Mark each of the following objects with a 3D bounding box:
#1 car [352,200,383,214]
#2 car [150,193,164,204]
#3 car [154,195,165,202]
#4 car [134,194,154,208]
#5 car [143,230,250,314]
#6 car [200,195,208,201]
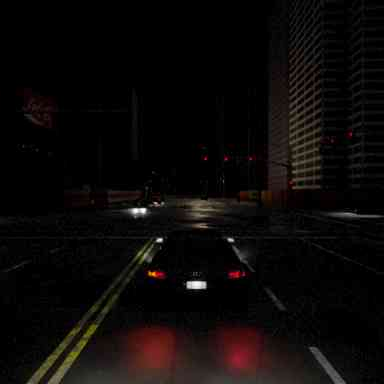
[{"bbox_3d":[19.626,1.547,34.492,5.357,1.411,2.033,0,0,0],"label":"car"},{"bbox_3d":[-7.211,1.223,63.154,2.150,2.045,5.566,0,0,0],"label":"car"},{"bbox_3d":[-7.196,1.500,74.008,1.837,1.490,4.892,0,0,0],"label":"car"},{"bbox_3d":[-7.214,1.491,48.086,2.128,1.511,4.902,0,0,0],"label":"car"},{"bbox_3d":[0.076,1.564,7.706,1.994,1.385,4.181,0,0,0],"label":"car"},{"bbox_3d":[3.268,1.525,87.544,2.128,1.511,4.902,0,0,0],"label":"car"}]
